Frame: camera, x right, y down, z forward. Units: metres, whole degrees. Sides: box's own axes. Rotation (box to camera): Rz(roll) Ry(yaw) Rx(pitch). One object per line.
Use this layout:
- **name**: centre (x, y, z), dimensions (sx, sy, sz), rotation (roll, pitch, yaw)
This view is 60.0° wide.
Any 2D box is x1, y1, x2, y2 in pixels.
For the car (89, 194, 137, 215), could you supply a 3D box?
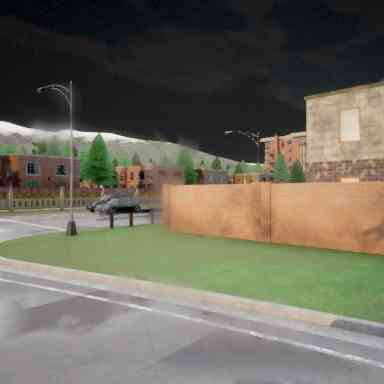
- **car**: centre (-7.128, 1.351, 32.210), dimensions (2.097, 1.767, 4.553), rotation (0, 0, 41)

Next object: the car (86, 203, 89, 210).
- **car**: centre (-8.541, 1.223, 35.892), dimensions (2.150, 2.045, 5.566), rotation (0, 0, 42)

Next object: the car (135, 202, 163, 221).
- **car**: centre (-2.029, 1.601, 27.412), dimensions (1.895, 1.301, 4.718), rotation (0, 0, 41)
